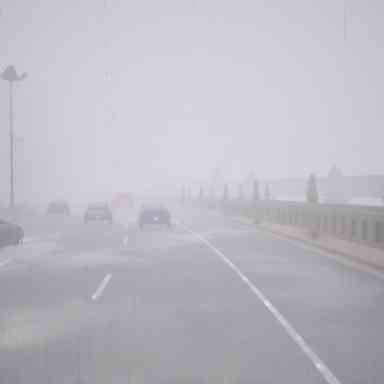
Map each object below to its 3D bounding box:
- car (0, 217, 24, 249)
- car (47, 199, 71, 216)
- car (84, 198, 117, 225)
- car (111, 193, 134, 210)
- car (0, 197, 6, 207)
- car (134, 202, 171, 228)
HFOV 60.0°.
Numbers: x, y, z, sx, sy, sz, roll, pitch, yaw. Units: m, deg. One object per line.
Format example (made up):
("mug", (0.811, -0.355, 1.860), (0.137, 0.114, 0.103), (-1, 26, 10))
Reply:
("car", (-8.025, 1.550, 12.594), (1.994, 1.385, 4.181), (0, 0, -8))
("car", (-12.759, 1.419, 31.967), (1.882, 1.535, 5.008), (0, 0, -19))
("car", (-6.653, 1.426, 23.795), (2.128, 1.511, 4.902), (0, 0, -14))
("car", (-8.486, 1.094, 40.280), (2.150, 2.045, 5.566), (0, 0, -23))
("car", (-27.877, 1.504, 47.611), (1.837, 1.490, 4.892), (-1, 0, -28))
("car", (-2.583, 1.397, 21.806), (1.882, 1.535, 5.008), (0, 0, -12))
